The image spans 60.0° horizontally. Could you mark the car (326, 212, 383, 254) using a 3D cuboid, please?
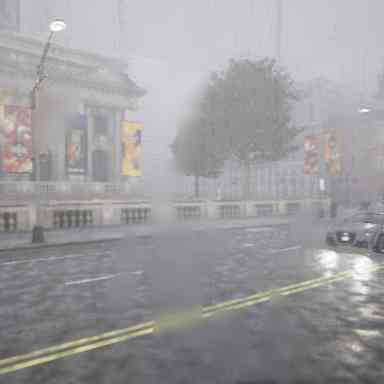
[{"bbox_3d":[7.318,1.540,13.504,4.181,1.385,1.994,0,0,-35],"label":"car"}]
